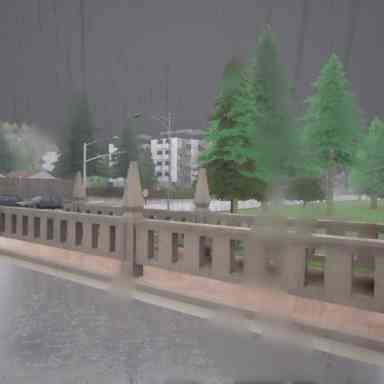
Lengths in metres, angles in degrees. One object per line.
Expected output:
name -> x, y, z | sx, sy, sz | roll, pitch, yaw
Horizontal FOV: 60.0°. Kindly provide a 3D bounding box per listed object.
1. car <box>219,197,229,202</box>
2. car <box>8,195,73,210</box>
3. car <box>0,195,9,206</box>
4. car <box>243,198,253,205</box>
car -> 6.255, 1.179, 51.747 | 1.895, 1.301, 4.718 | 1, 1, 38
car -> -13.787, 1.041, 31.267 | 2.033, 1.411, 5.357 | 1, 1, 38
car -> -17.842, 0.973, 31.726 | 2.033, 1.411, 5.357 | 1, 1, 37
car -> 9.151, 1.135, 49.770 | 2.128, 1.511, 4.902 | 1, 1, 38
